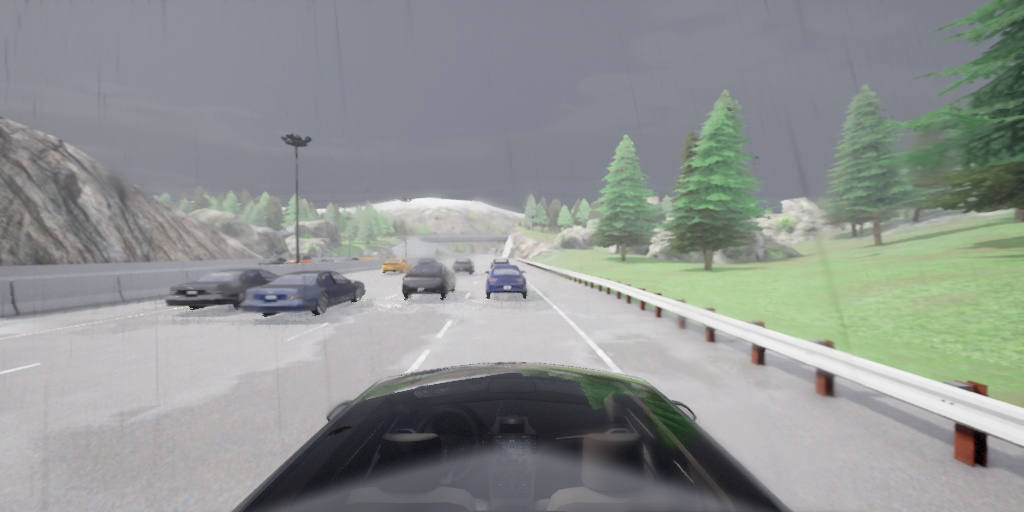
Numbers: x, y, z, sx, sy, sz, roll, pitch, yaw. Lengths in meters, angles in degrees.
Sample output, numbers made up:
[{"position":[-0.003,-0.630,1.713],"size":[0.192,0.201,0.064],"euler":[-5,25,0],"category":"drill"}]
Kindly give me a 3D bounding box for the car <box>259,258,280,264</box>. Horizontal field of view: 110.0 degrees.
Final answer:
[{"position":[-33.469,0.986,50.468],"size":[1.837,1.490,4.892],"euler":[0,0,-3],"category":"car"}]

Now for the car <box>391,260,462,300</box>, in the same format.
[{"position":[-3.775,1.121,16.845],"size":[2.128,1.511,4.902],"euler":[0,1,-2],"category":"car"}]

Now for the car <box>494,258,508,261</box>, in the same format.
[{"position":[-1.049,0.955,33.965],"size":[2.128,1.511,4.902],"euler":[0,1,-3],"category":"car"}]

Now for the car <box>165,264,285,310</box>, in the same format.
[{"position":[-10.650,1.230,14.312],"size":[2.033,1.411,5.357],"euler":[0,1,-2],"category":"car"}]

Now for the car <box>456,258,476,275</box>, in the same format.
[{"position":[-4.569,0.967,34.323],"size":[2.128,1.511,4.902],"euler":[0,1,-3],"category":"car"}]

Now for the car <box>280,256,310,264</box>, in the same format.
[{"position":[-29.977,0.795,50.730],"size":[2.097,1.767,4.553],"euler":[0,1,-3],"category":"car"}]

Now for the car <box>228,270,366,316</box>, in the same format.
[{"position":[-7.103,1.227,12.924],"size":[2.033,1.411,5.357],"euler":[0,1,-2],"category":"car"}]

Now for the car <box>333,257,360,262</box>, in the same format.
[{"position":[-22.978,0.931,50.915],"size":[1.837,1.490,4.892],"euler":[0,0,-3],"category":"car"}]

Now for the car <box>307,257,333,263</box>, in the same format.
[{"position":[-26.477,1.025,50.832],"size":[1.895,1.301,4.718],"euler":[0,1,-3],"category":"car"}]

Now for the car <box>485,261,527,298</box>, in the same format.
[{"position":[-0.303,1.137,17.235],"size":[1.812,1.442,4.674],"euler":[0,1,-2],"category":"car"}]

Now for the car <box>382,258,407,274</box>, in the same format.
[{"position":[-11.686,0.964,36.626],"size":[1.882,1.535,5.008],"euler":[0,0,-3],"category":"car"}]
